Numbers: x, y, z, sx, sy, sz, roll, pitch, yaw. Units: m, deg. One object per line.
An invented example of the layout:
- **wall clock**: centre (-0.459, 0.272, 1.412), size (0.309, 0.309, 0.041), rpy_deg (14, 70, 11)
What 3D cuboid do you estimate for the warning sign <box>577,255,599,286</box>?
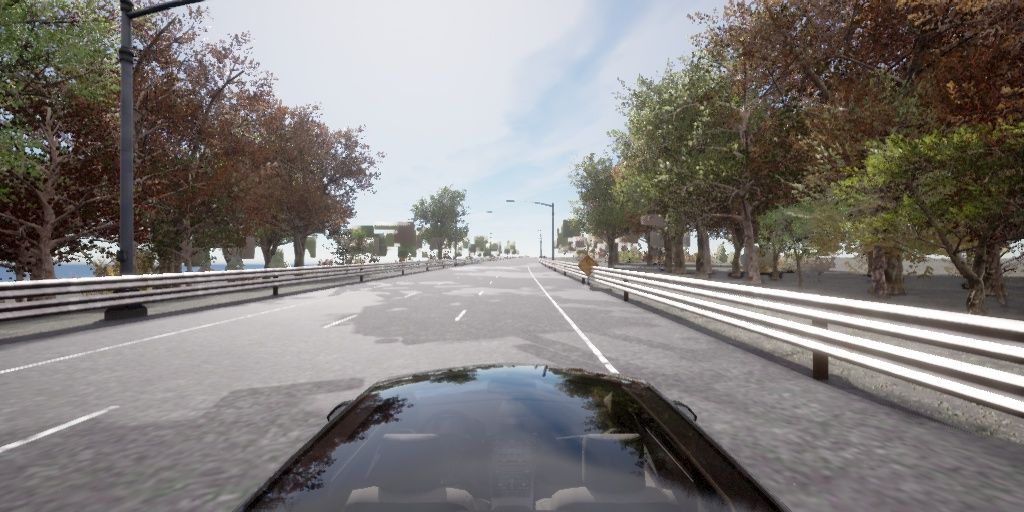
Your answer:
- **warning sign**: centre (4.670, 0.860, 21.882), size (1.300, 1.860, 1.060), rpy_deg (0, 0, 1)
